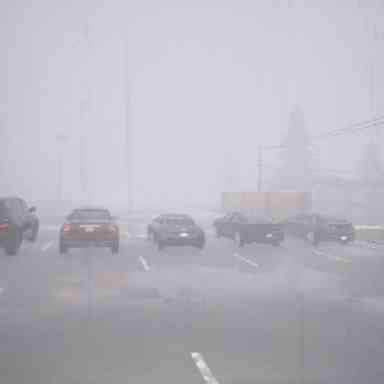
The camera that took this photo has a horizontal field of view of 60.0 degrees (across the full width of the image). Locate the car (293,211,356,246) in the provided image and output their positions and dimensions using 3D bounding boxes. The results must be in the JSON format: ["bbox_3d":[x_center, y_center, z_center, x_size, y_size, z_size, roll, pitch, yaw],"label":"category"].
[{"bbox_3d":[5.948,1.718,16.701,1.837,1.490,4.892,1,0,-15],"label":"car"}]

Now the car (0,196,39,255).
[{"bbox_3d":[-7.505,1.153,12.824,2.150,2.045,5.566,1,0,-15],"label":"car"}]

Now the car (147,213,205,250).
[{"bbox_3d":[-0.820,1.638,14.912,1.994,1.385,4.181,1,0,-15],"label":"car"}]

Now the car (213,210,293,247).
[{"bbox_3d":[2.527,1.620,15.957,1.882,1.535,5.008,1,0,-15],"label":"car"}]

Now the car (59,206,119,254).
[{"bbox_3d":[-4.140,1.355,13.788,2.097,1.767,4.553,1,-1,-15],"label":"car"}]
